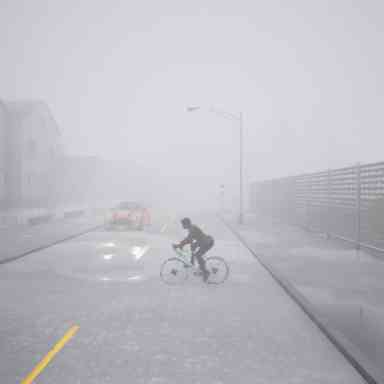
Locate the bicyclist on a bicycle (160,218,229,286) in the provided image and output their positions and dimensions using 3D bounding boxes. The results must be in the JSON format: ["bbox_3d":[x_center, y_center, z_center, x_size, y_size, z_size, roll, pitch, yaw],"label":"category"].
[{"bbox_3d":[0.041,1.440,7.953,1.656,1.620,0.582,-2,0,1],"label":"bicyclist on a bicycle"}]

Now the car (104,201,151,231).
[{"bbox_3d":[-3.805,1.350,20.278,2.097,1.767,4.553,0,0,1],"label":"car"}]
